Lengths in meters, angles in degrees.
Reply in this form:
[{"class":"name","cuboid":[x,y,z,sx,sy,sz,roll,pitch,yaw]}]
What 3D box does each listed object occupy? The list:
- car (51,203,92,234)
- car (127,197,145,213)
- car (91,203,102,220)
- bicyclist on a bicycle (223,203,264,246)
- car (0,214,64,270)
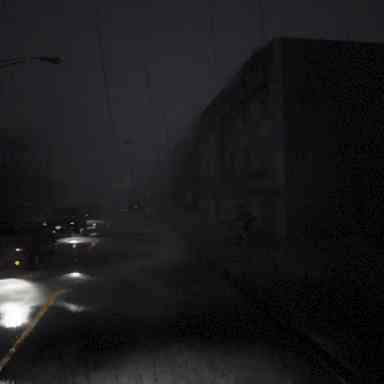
[{"class":"car","cuboid":[-7.427,1.627,19.819,1.837,1.490,4.892,-1,0,-10]},{"class":"car","cuboid":[-6.551,1.608,38.987,1.994,1.385,4.181,-1,0,-9]},{"class":"car","cuboid":[-9.130,1.699,29.572,1.994,1.385,4.181,-1,0,-10]},{"class":"bicyclist on a bicycle","cuboid":[1.980,1.261,12.714,1.656,1.620,0.582,-1,0,-10]},{"class":"car","cuboid":[-5.878,1.674,11.054,1.994,1.385,4.181,-1,0,-10]}]
